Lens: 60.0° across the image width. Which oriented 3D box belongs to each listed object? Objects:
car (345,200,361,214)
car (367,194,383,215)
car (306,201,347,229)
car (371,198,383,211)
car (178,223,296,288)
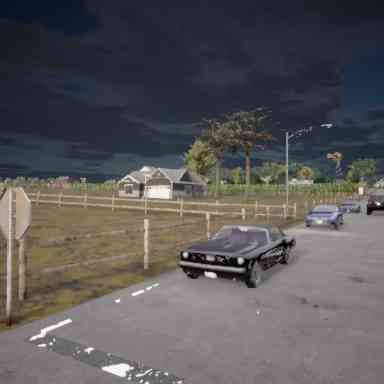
[{"bbox_3d":[17.483,1.605,36.641,2.033,1.411,5.357,0,0,31],"label":"car"},{"bbox_3d":[19.200,1.265,33.991,2.150,2.045,5.566,0,0,32],"label":"car"},{"bbox_3d":[8.890,1.566,22.148,1.812,1.442,4.674,0,0,31],"label":"car"},{"bbox_3d":[24.384,1.594,42.903,2.033,1.411,5.357,0,0,30],"label":"car"},{"bbox_3d":[1.543,1.622,9.645,1.895,1.301,4.718,0,0,30],"label":"car"}]
